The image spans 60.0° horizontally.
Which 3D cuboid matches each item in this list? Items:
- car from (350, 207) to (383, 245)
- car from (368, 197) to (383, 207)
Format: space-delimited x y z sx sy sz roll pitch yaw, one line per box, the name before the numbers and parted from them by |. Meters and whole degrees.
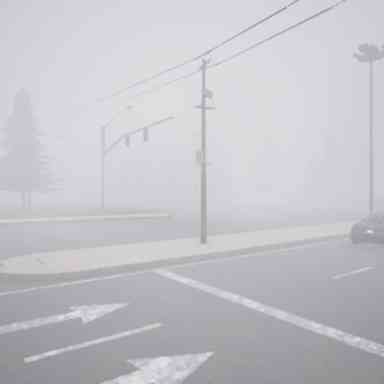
car | 8.751 1.568 14.572 4.181 1.385 1.994 0 0 -37
car | 27.128 1.492 47.536 5.008 1.535 1.882 0 0 -35
